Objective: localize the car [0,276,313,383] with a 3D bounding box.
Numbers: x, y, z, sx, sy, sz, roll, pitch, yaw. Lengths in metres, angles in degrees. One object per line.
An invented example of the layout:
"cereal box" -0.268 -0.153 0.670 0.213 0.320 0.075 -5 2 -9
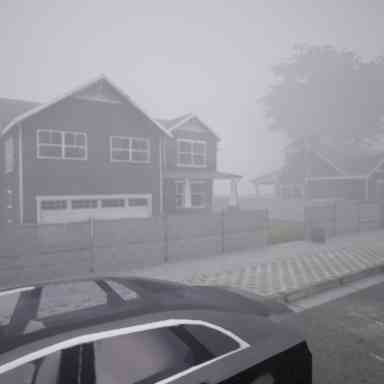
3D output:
"car" -1.200 1.491 2.200 4.902 1.511 2.128 -1 0 -36
